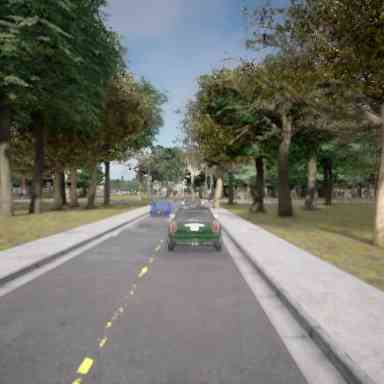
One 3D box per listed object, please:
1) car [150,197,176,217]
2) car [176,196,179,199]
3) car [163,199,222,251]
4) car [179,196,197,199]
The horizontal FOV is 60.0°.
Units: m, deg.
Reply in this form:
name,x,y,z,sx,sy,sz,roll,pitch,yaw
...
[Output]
name,x,y,z,sx,sy,sz,roll,pitch,yaw
car,-2.850,1.515,31.505,1.882,1.535,5.008,0,0,0
car,-2.763,1.496,71.960,1.994,1.385,4.181,0,0,0
car,0.098,1.369,14.420,2.097,1.767,4.553,0,0,0
car,0.094,1.390,32.294,2.097,1.767,4.553,0,0,0
